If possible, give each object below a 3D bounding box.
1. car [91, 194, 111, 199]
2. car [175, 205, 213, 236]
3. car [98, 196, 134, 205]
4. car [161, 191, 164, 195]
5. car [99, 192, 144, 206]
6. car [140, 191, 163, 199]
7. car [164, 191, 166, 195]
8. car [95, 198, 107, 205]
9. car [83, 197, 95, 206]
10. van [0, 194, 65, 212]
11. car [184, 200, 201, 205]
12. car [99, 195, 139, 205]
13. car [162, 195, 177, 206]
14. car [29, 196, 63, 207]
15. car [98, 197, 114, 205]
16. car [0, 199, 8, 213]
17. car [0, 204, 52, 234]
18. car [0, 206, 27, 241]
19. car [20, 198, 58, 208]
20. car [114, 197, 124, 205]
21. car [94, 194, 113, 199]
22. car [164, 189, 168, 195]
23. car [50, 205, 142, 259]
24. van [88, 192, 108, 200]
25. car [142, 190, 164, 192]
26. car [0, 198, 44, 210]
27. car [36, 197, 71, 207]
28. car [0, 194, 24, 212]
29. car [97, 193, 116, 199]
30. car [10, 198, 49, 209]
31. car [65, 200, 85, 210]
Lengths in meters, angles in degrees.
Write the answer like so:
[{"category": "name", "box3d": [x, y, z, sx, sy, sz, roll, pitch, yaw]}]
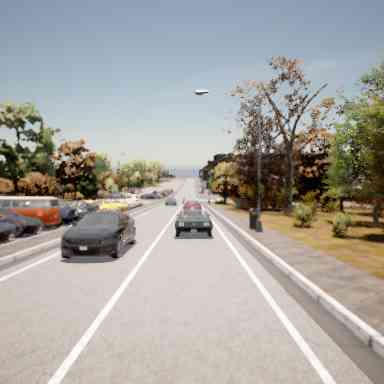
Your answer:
[{"category": "car", "box3d": [-23.493, 1.174, 85.774, 4.674, 1.452, 2.002, 0, 0, 0]}, {"category": "car", "box3d": [0.088, 1.600, 18.398, 1.895, 1.301, 4.718, 0, 0, 0]}, {"category": "car", "box3d": [-10.038, 1.561, 39.457, 5.366, 1.575, 1.946, 0, 0, 0]}, {"category": "car", "box3d": [-10.440, 1.167, 85.936, 4.792, 1.488, 2.163, 0, 0, 0]}, {"category": "car", "box3d": [-10.238, 1.380, 47.787, 5.566, 2.045, 2.435, 0, 0, 0]}, {"category": "car", "box3d": [-10.388, 1.165, 83.152, 4.792, 1.488, 2.163, 0, 0, 0]}, {"category": "car", "box3d": [-10.392, 1.133, 91.501, 5.008, 1.535, 2.097, 0, 0, 0]}, {"category": "car", "box3d": [-10.235, 1.494, 28.364, 4.892, 1.521, 2.231, 0, 0, 0]}, {"category": "car", "box3d": [-10.276, 1.363, 25.584, 4.553, 1.767, 2.185, 0, 0, 0]}, {"category": "van", "box3d": [-10.371, 1.263, 20.034, 4.442, 1.987, 1.878, 0, 0, 0]}, {"category": "car", "box3d": [0.038, 1.592, 35.834, 1.994, 1.385, 4.181, 0, 0, 0]}, {"category": "car", "box3d": [-10.400, 1.606, 45.009, 5.366, 1.575, 1.946, 0, 0, 0]}, {"category": "car", "box3d": [-3.474, 1.613, 55.088, 1.812, 1.442, 4.674, 0, 0, 0]}, {"category": "car", "box3d": [-23.312, 1.548, 53.235, 4.553, 1.767, 2.185, 0, 0, 0]}, {"category": "car", "box3d": [-10.422, 1.501, 31.131, 5.366, 1.575, 1.946, 0, 0, 0]}, {"category": "car", "box3d": [-23.279, 1.569, 36.740, 4.792, 1.488, 2.163, 0, 0, 0]}, {"category": "car", "box3d": [-10.229, 1.520, 17.258, 4.792, 1.488, 2.163, 0, 0, 0]}, {"category": "car", "box3d": [-10.234, 1.521, 14.482, 4.792, 1.488, 2.163, 0, 0, 0]}, {"category": "car", "box3d": [-23.256, 1.682, 50.588, 4.792, 1.488, 2.163, 0, 0, 0]}, {"category": "car", "box3d": [-10.047, 1.517, 33.784, 5.366, 1.575, 1.946, 0, 0, 0]}, {"category": "car", "box3d": [-23.487, 1.176, 88.559, 4.674, 1.452, 2.002, 0, 0, 0]}, {"category": "car", "box3d": [-10.419, 0.867, 94.294, 5.566, 2.045, 2.435, 0, 0, 0]}, {"category": "car", "box3d": [-3.355, 1.473, 12.769, 1.882, 1.535, 5.008, 0, 0, 0]}, {"category": "van", "box3d": [-23.371, 0.909, 83.101, 4.442, 1.987, 1.878, 1, 0, 0]}, {"category": "car", "box3d": [-10.435, 1.013, 88.722, 4.553, 1.767, 2.185, 0, 0, 0]}, {"category": "car", "box3d": [-23.108, 1.604, 45.048, 5.366, 1.575, 1.946, 0, 0, 0]}, {"category": "car", "box3d": [-23.271, 1.696, 56.005, 5.008, 1.535, 2.097, 0, 0, 0]}, {"category": "car", "box3d": [-23.331, 1.311, 39.511, 5.566, 2.045, 2.435, 0, 0, 0]}, {"category": "car", "box3d": [-23.506, 1.160, 91.472, 4.792, 1.488, 2.163, 0, 0, 0]}, {"category": "car", "box3d": [-23.287, 1.670, 47.818, 4.674, 1.452, 2.002, 0, 0, 0]}, {"category": "car", "box3d": [-10.279, 1.517, 22.811, 4.792, 1.488, 2.163, 0, 0, 0]}]
